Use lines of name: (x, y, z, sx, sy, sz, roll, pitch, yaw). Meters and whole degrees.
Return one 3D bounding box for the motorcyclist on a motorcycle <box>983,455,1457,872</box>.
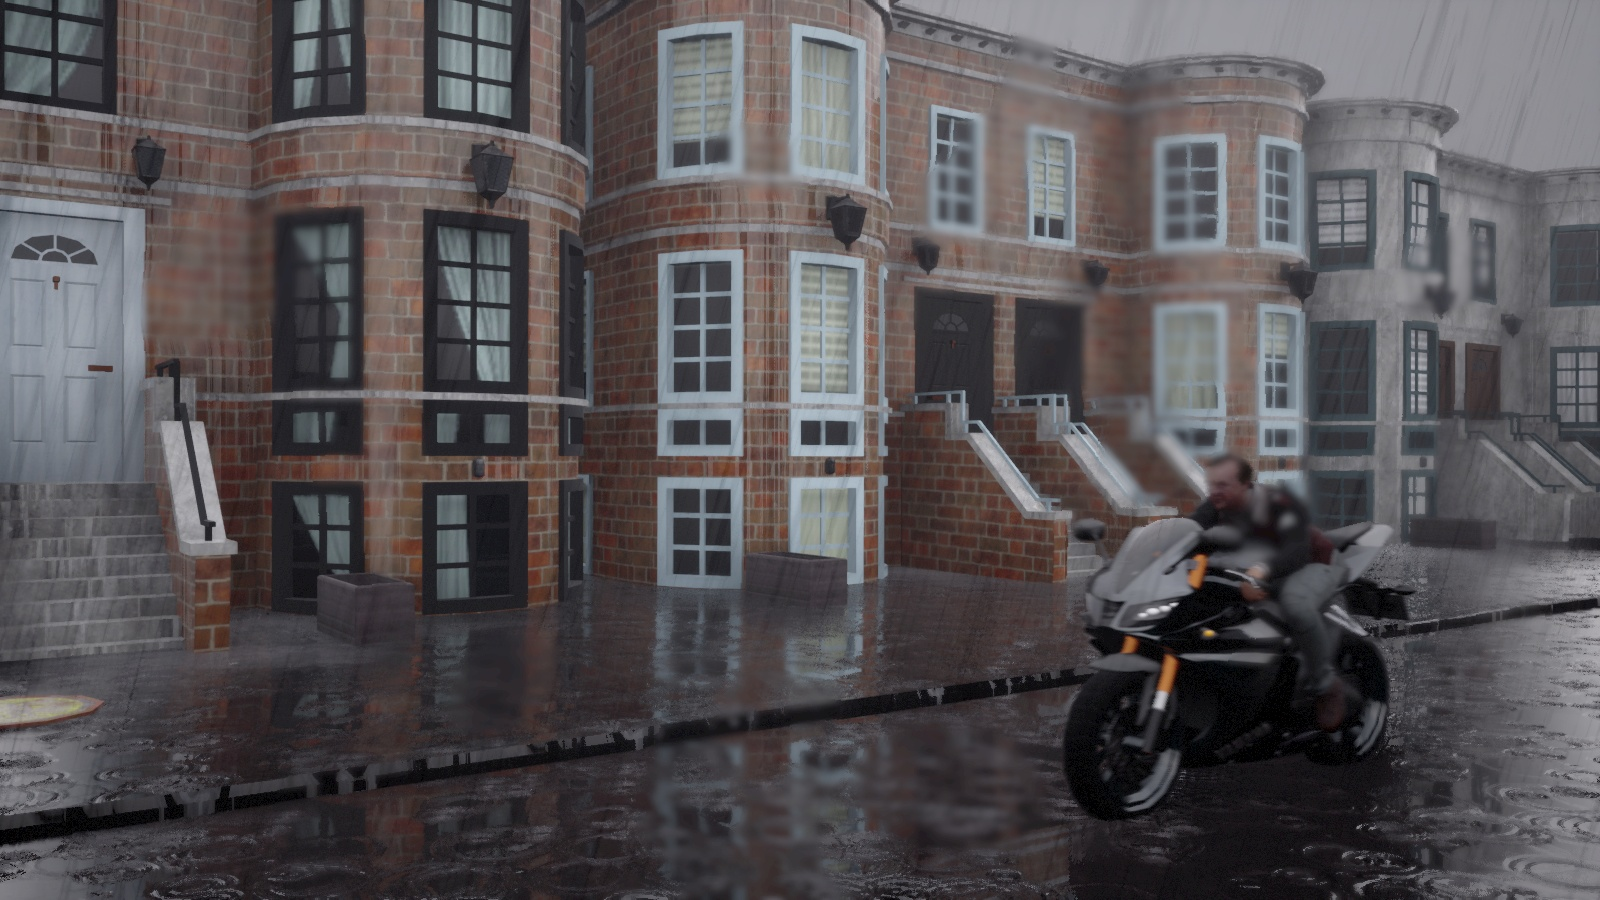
motorcyclist on a motorcycle: (1.927, 0.789, 5.608, 2.191, 1.530, 0.866, 0, 0, -35)
